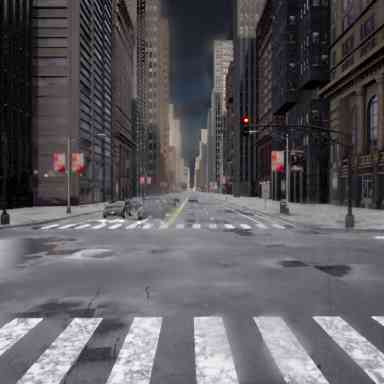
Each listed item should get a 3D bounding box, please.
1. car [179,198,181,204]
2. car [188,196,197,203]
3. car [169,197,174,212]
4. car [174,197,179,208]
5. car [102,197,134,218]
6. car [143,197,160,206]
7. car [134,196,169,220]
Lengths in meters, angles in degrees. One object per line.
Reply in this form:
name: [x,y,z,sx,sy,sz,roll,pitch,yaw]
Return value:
car: [-3.192,1.592,63.815,1.895,1.301,4.718,0,0,0]
car: [0.163,1.471,69.915,2.033,1.411,5.357,0,0,0]
car: [-3.318,1.504,36.562,1.812,1.442,4.674,0,0,0]
car: [-3.293,1.530,48.235,1.994,1.385,4.181,0,0,1]
car: [-6.574,1.489,29.682,1.837,1.490,4.892,0,0,0]
car: [-6.528,1.505,54.271,2.033,1.411,5.357,0,0,0]
car: [-3.265,1.338,27.778,2.097,1.767,4.553,0,0,-2]
